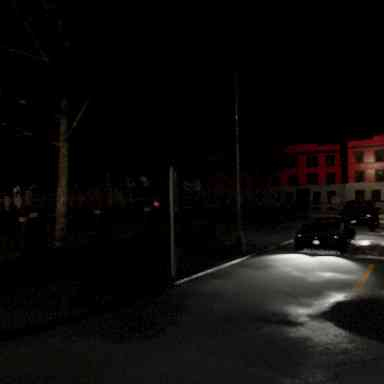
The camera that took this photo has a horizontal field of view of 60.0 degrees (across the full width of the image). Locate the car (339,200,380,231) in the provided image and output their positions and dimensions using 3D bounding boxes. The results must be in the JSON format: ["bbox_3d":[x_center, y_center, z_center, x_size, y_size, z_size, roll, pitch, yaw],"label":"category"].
[{"bbox_3d":[11.923,1.577,23.641,2.150,2.045,5.566,-2,-2,34],"label":"car"}]

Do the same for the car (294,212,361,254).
[{"bbox_3d":[6.023,1.822,14.849,1.994,1.385,4.181,-2,-2,34],"label":"car"}]
